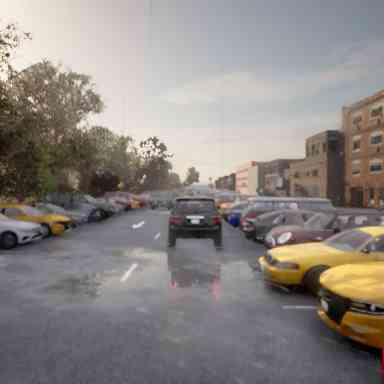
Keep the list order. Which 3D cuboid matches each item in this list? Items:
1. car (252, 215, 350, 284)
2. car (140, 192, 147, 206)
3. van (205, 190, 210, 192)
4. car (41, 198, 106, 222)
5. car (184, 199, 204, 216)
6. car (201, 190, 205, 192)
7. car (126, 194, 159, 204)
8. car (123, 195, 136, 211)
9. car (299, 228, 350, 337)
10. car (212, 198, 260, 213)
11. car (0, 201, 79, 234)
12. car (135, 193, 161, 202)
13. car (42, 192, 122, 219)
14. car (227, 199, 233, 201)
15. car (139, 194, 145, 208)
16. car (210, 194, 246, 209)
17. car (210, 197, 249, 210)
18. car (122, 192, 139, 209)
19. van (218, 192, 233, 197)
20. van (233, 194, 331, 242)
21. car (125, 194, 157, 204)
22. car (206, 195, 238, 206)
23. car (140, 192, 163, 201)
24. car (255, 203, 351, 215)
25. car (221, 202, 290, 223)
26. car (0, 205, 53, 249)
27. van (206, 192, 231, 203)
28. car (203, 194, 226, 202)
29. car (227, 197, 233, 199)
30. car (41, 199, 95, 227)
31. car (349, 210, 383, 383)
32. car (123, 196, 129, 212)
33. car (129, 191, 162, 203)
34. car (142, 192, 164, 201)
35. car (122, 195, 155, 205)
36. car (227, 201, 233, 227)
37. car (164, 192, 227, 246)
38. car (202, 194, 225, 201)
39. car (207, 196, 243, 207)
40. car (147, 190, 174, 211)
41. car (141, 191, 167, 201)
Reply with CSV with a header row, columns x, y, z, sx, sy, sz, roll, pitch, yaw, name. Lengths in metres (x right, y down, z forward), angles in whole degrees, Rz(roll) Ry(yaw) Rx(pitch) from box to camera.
x,y,z,sx,sy,sz,roll,pitch,yaw,name
4.374,1.494,7.949,5.366,1.575,1.946,0,0,0,car
-8.464,1.125,46.930,4.553,1.767,2.185,0,0,0,car
4.783,1.080,55.264,4.442,1.987,1.878,0,0,0,van
-8.518,1.386,21.864,4.792,1.488,2.163,0,0,0,car
0.169,1.427,32.454,1.812,1.442,4.674,0,0,0,car
4.701,1.039,58.048,5.566,2.045,2.435,0,0,0,car
-8.594,1.188,57.946,5.366,1.575,1.946,0,0,0,car
-8.459,1.314,33.005,5.008,1.535,2.097,0,0,0,car
4.558,1.506,5.166,5.008,1.535,2.097,0,0,0,car
4.650,1.430,35.783,4.792,1.488,2.163,0,0,0,car
-8.507,1.375,16.296,5.008,1.535,2.097,0,0,0,car
-8.364,1.037,63.639,4.553,1.767,2.185,0,0,0,car
-8.453,1.096,24.651,5.566,2.045,2.435,0,0,0,car
4.595,1.454,21.865,5.008,1.535,2.097,0,0,0,car
-8.457,1.290,38.574,5.008,1.535,2.097,0,0,0,car
4.672,1.237,44.131,4.553,1.767,2.185,0,0,0,car
4.631,1.415,41.349,4.674,1.452,2.002,0,0,0,car
-8.425,1.177,35.789,4.553,1.767,2.185,0,0,0,car
4.734,1.187,32.935,4.442,1.987,1.878,0,0,0,van
4.463,1.246,16.298,4.442,1.987,1.878,0,0,0,van
-8.420,1.207,55.286,5.008,1.535,2.097,0,0,0,car
4.665,1.321,52.482,4.892,1.521,2.231,0,0,0,car
-8.414,1.007,69.084,4.553,1.767,2.185,0,0,0,car
4.597,1.365,10.606,4.553,1.767,2.185,0,0,0,car
4.593,1.485,24.649,4.674,1.452,2.002,0,0,0,car
-8.511,1.424,13.511,4.674,1.452,2.002,0,0,0,car
4.795,1.051,60.706,4.442,1.987,1.878,0,0,0,van
4.693,1.270,69.182,4.674,1.452,2.002,0,0,0,car
4.788,1.432,27.432,5.366,1.575,1.946,0,0,0,car
-8.502,1.367,19.081,4.892,1.521,2.231,0,0,0,car
4.520,1.263,2.382,5.566,2.045,2.435,0,0,0,car
-8.474,1.365,30.221,4.674,1.452,2.002,0,0,0,car
-8.429,0.926,60.729,5.566,2.045,2.435,0,0,0,car
-8.408,0.992,71.869,4.553,1.767,2.185,0,0,0,car
-8.392,1.252,52.500,4.792,1.488,2.163,0,0,0,car
4.579,1.463,19.082,5.008,1.535,2.097,0,0,0,car
0.130,1.185,15.193,2.150,2.045,5.566,0,0,0,car
4.673,1.244,71.965,4.792,1.488,2.163,0,0,0,car
4.640,1.349,46.916,4.892,1.521,2.231,0,0,0,car
-3.505,1.069,39.020,2.150,2.045,5.566,0,0,0,car
-8.398,0.850,74.778,5.566,2.045,2.435,0,0,0,car
